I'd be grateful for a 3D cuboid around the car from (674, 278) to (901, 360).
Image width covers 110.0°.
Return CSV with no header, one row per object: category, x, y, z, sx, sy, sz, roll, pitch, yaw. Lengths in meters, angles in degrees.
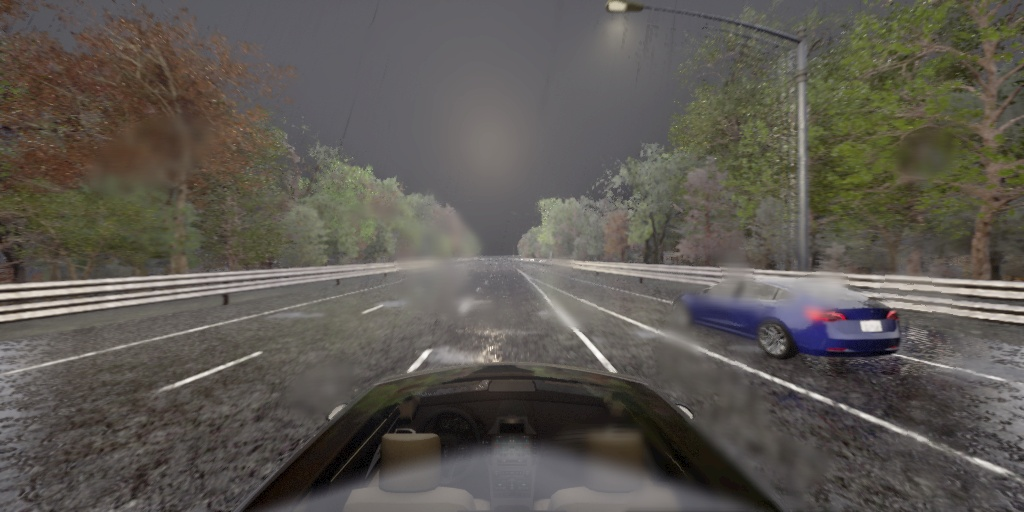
car,5.778,1.222,8.346,2.163,1.488,4.792,0,0,-6
